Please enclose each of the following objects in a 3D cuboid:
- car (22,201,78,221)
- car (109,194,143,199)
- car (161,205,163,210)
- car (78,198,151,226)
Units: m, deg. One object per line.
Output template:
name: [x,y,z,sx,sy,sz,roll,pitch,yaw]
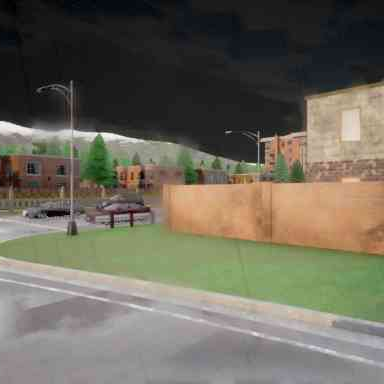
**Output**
car: [-11.303,1.490,27.433,2.128,1.511,4.902,0,0,41]
car: [-7.752,1.221,36.734,2.150,2.045,5.566,0,0,42]
car: [-1.581,1.563,38.424,1.994,1.385,4.181,0,0,42]
car: [-5.182,1.477,23.787,1.882,1.535,5.008,0,0,41]
